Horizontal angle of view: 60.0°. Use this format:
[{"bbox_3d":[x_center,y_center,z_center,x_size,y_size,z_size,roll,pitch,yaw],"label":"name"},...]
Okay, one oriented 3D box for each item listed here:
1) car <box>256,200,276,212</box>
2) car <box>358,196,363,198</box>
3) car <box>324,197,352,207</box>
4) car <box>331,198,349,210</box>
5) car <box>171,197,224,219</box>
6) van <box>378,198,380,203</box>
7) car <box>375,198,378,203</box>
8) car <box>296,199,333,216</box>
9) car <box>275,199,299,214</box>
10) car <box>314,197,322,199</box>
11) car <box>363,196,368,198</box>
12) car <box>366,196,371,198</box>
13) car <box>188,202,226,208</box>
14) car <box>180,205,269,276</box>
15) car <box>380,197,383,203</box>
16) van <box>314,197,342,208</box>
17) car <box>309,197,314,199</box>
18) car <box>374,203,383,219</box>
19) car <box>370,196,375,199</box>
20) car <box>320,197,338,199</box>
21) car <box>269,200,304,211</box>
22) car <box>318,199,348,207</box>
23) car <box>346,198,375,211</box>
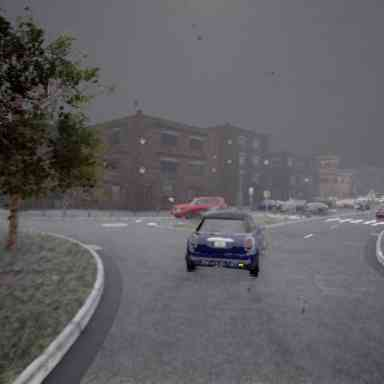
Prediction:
[{"bbox_3d":[12.404,1.981,48.430,5.008,1.535,2.097,0,0,43],"label":"car"},{"bbox_3d":[32.998,2.049,70.702,4.553,1.767,2.185,0,0,43],"label":"car"},{"bbox_3d":[29.213,2.012,66.691,4.553,1.767,2.185,0,0,43],"label":"car"},{"bbox_3d":[24.670,2.142,54.877,1.812,1.442,4.674,0,0,43],"label":"car"},{"bbox_3d":[0.750,1.518,31.581,5.566,2.045,2.150,0,0,-33],"label":"car"},{"bbox_3d":[42.492,2.061,80.867,4.442,1.987,1.878,0,0,43],"label":"van"},{"bbox_3d":[40.455,2.262,78.824,4.892,1.521,2.231,0,0,43],"label":"car"},{"bbox_3d":[14.741,1.995,39.844,1.837,1.490,4.892,0,0,43],"label":"car"},{"bbox_3d":[12.935,1.986,42.301,1.837,1.490,4.892,0,0,43],"label":"car"},{"bbox_3d":[18.014,2.045,54.514,4.892,1.521,2.231,0,0,43],"label":"car"},{"bbox_3d":[34.848,2.196,72.745,4.892,1.521,2.231,0,0,43],"label":"car"},{"bbox_3d":[36.717,2.216,74.772,4.892,1.521,2.231,0,0,43],"label":"car"},{"bbox_3d":[2.142,1.860,29.031,4.181,1.385,1.994,1,0,-34],"label":"car"},{"bbox_3d":[1.328,1.489,11.216,2.097,1.767,4.553,1,-1,15],"label":"car"},{"bbox_3d":[44.191,2.350,82.879,4.674,1.452,2.002,0,0,43],"label":"car"},{"bbox_3d":[25.584,1.880,62.537,4.442,1.987,1.878,0,0,43],"label":"van"},{"bbox_3d":[16.170,1.899,52.458,4.553,1.767,2.185,0,0,43],"label":"car"},{"bbox_3d":[20.339,2.089,33.978,1.994,1.385,4.181,0,0,42],"label":"car"},{"bbox_3d":[38.586,2.239,76.798,4.892,1.521,2.231,0,0,43],"label":"car"},{"bbox_3d":[23.763,2.088,60.463,5.366,1.575,1.946,0,0,43],"label":"car"},{"bbox_3d":[14.278,2.043,50.450,4.674,1.452,2.002,0,0,43],"label":"car"},{"bbox_3d":[27.362,2.121,64.646,5.008,1.535,2.097,0,0,43],"label":"car"},{"bbox_3d":[26.875,2.154,52.843,2.128,1.511,4.902,0,0,43],"label":"car"}]
